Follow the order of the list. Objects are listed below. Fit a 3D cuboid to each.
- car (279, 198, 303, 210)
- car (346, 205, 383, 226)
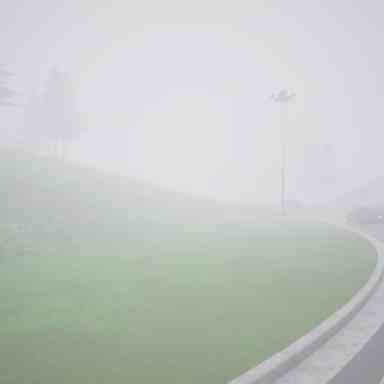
[{"bbox_3d":[14.046,1.647,47.314,1.882,1.535,5.008,0,0,-5],"label":"car"},{"bbox_3d":[12.535,1.624,23.684,1.994,1.385,4.181,0,0,8],"label":"car"}]
